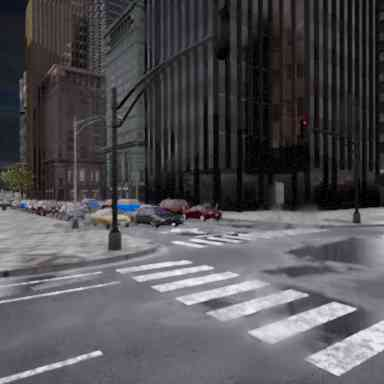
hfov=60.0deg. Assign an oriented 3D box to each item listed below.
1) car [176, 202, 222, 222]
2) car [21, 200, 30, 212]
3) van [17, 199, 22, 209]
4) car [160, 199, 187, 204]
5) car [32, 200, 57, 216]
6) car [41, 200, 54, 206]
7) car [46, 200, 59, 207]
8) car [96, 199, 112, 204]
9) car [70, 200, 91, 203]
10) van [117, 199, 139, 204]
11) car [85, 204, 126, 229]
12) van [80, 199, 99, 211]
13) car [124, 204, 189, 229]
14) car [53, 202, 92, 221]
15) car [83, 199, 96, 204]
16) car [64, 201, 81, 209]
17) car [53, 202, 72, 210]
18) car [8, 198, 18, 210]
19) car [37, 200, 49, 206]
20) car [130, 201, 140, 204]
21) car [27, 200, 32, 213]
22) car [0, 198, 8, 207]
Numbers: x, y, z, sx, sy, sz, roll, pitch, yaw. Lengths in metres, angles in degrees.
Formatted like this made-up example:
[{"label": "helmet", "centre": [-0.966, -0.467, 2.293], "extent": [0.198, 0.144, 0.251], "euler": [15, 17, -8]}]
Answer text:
[{"label": "car", "centre": [0.787, 1.826, 29.584], "extent": [1.887, 1.381, 4.507], "euler": [-1, 0, -35]}, {"label": "car", "centre": [-23.142, 2.155, 48.564], "extent": [1.967, 1.590, 4.097], "euler": [-1, 0, -35]}, {"label": "van", "centre": [-25.972, 2.121, 52.549], "extent": [1.690, 1.788, 3.998], "euler": [-1, 0, -35]}, {"label": "car", "centre": [-2.158, 1.666, 33.737], "extent": [2.192, 1.841, 5.009], "euler": [-1, 0, -35]}, {"label": "car", "centre": [-17.490, 1.899, 40.596], "extent": [2.192, 1.841, 5.009], "euler": [-1, 0, -35]}, {"label": "car", "centre": [-34.515, 2.657, 79.325], "extent": [1.947, 1.339, 4.313], "euler": [-1, 0, -35]}, {"label": "car", "centre": [-31.504, 2.592, 75.081], "extent": [1.947, 1.339, 4.313], "euler": [-1, 0, -35]}, {"label": "car", "centre": [-10.976, 1.872, 46.192], "extent": [2.192, 1.841, 5.009], "euler": [-1, 0, -35]}, {"label": "car", "centre": [-14.356, 2.076, 40.827], "extent": [1.812, 1.442, 4.674], "euler": [0, -1, -35]}, {"label": "van", "centre": [-8.036, 1.830, 42.041], "extent": [1.690, 1.788, 3.998], "euler": [-1, 0, -35]}, {"label": "car", "centre": [-6.076, 1.842, 24.519], "extent": [1.752, 1.417, 4.829], "euler": [-1, 0, -35]}, {"label": "van", "centre": [-16.854, 2.035, 54.496], "extent": [1.690, 1.788, 3.998], "euler": [-1, 0, -35]}, {"label": "car", "centre": [-2.777, 1.826, 24.490], "extent": [2.033, 1.411, 5.357], "euler": [0, -1, -35]}, {"label": "car", "centre": [-11.829, 2.003, 32.627], "extent": [2.008, 1.369, 4.403], "euler": [-1, 0, -35]}, {"label": "car", "centre": [-16.325, 2.133, 49.007], "extent": [2.128, 1.511, 4.902], "euler": [0, -1, -35]}, {"label": "car", "centre": [-22.472, 2.404, 62.354], "extent": [1.802, 1.307, 4.206], "euler": [-1, 0, -35]}, {"label": "car", "centre": [-22.378, 2.381, 57.466], "extent": [1.895, 1.301, 4.718], "euler": [0, -1, -35]}, {"label": "car", "centre": [-31.728, 2.352, 60.663], "extent": [1.967, 1.590, 4.097], "euler": [-1, 0, -35]}, {"label": "car", "centre": [-37.526, 2.707, 83.567], "extent": [2.008, 1.369, 4.403], "euler": [-1, 0, -35]}, {"label": "car", "centre": [-5.091, 2.002, 37.888], "extent": [1.802, 1.307, 4.206], "euler": [-1, 0, -35]}, {"label": "car", "centre": [-20.312, 2.194, 44.580], "extent": [1.887, 1.381, 4.507], "euler": [-1, 0, -35]}, {"label": "car", "centre": [-41.063, 2.665, 73.820], "extent": [1.887, 1.381, 4.507], "euler": [-1, 0, -35]}]
